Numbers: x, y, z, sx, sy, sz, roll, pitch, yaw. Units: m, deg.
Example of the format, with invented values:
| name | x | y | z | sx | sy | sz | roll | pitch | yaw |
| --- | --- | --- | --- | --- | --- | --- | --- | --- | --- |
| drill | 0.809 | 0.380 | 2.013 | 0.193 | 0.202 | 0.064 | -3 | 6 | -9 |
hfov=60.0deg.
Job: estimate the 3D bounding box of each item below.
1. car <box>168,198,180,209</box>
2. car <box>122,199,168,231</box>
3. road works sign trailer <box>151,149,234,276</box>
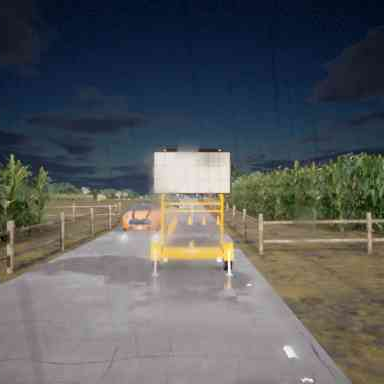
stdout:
| name | x | y | z | sx | sy | sz | roll | pitch | yaw |
| --- | --- | --- | --- | --- | --- | --- | --- | --- | --- |
| car | -2.724 | 1.588 | 46.701 | 1.837 | 1.490 | 4.892 | 0 | 0 | 0 |
| car | -2.838 | 1.361 | 20.321 | 2.097 | 1.767 | 4.553 | 0 | 0 | 0 |
| road works sign trailer | 0.007 | 0.465 | 10.347 | 2.380 | 3.560 | 2.880 | 0 | 0 | 0 |
